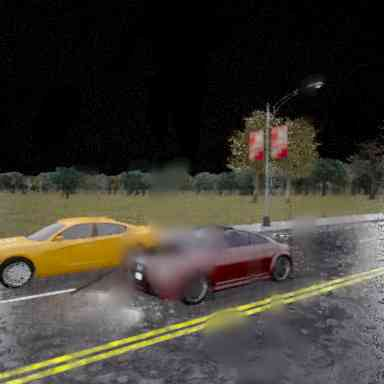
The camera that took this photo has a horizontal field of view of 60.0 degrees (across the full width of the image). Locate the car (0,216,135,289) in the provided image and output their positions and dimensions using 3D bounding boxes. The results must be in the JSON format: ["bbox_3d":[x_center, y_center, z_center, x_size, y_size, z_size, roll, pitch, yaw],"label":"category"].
[{"bbox_3d":[-3.258,1.470,9.346,5.008,1.535,1.882,0,0,-36],"label":"car"}]

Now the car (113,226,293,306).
[{"bbox_3d":[0.519,1.550,8.049,4.181,1.385,1.994,0,0,-36],"label":"car"}]
